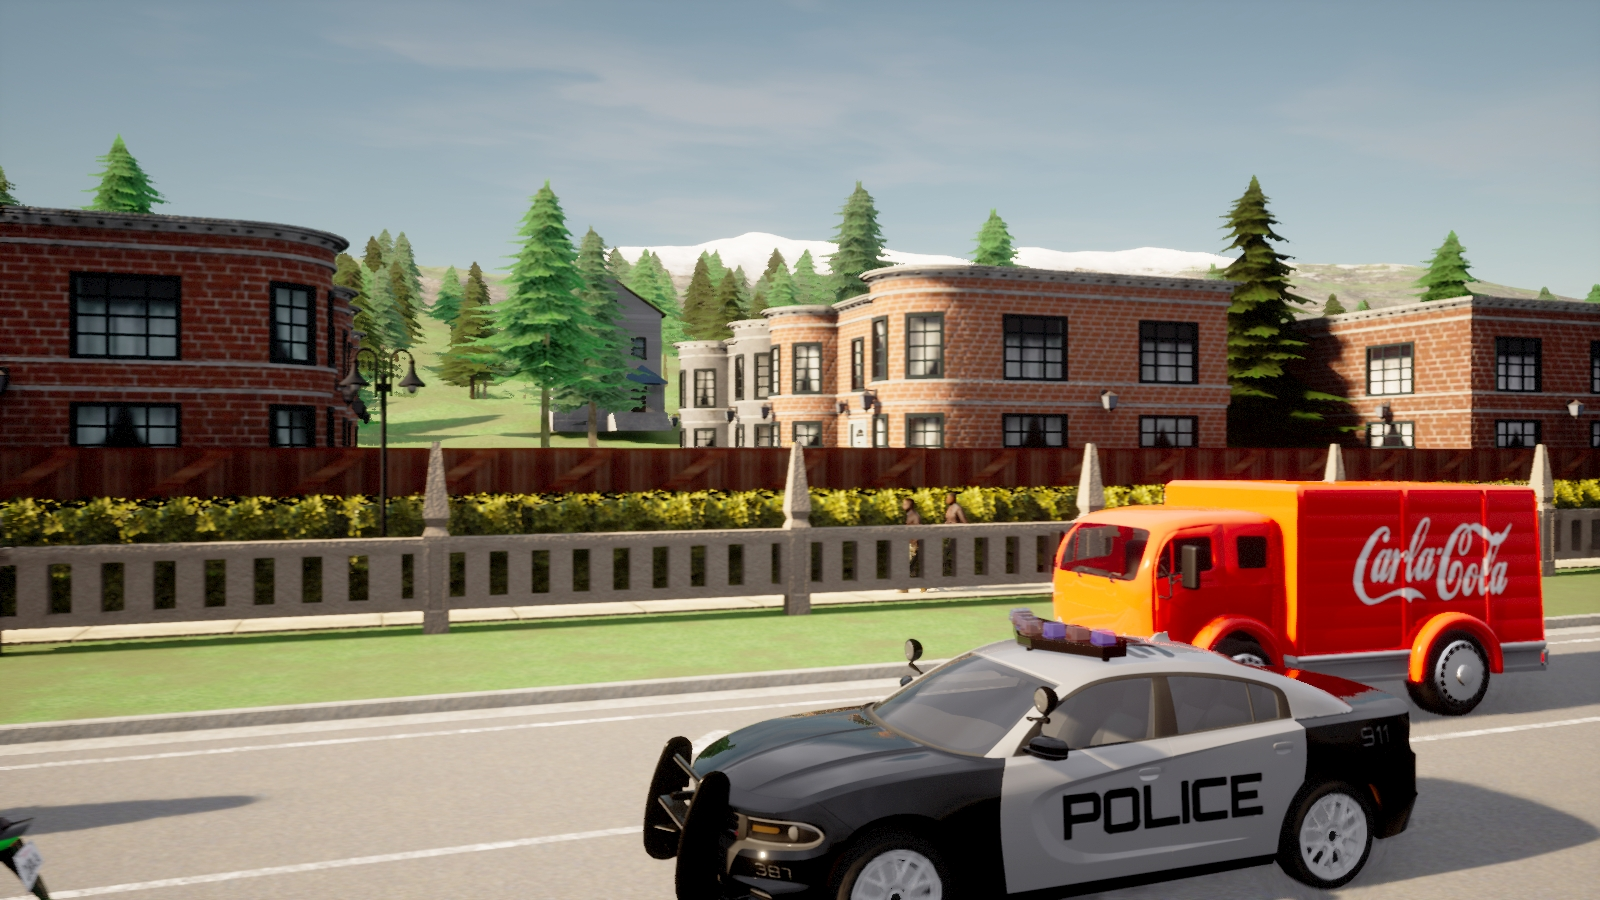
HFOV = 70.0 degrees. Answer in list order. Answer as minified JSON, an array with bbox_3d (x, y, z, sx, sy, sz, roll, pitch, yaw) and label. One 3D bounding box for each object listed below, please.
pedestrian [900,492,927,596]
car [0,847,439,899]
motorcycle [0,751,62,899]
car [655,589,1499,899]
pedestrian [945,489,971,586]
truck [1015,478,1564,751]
[{"bbox_3d":[2.065,1.697,20.798,0.375,1.860,0.375,0,0,-18],"label":"pedestrian"},{"bbox_3d":[-2.888,2.066,2.249,4.193,1.474,1.816,0,0,-20],"label":"car"},{"bbox_3d":[-4.715,2.186,5.307,2.033,1.199,0.803,0,0,-20],"label":"motorcycle"},{"bbox_3d":[1.833,1.982,7.691,5.238,1.638,2.097,0,0,-20],"label":"car"},{"bbox_3d":[3.092,1.699,22.387,0.375,1.860,0.375,0,0,-19],"label":"pedestrian"},{"bbox_3d":[5.361,1.574,12.703,5.204,2.467,2.627,0,0,-20],"label":"truck"}]
